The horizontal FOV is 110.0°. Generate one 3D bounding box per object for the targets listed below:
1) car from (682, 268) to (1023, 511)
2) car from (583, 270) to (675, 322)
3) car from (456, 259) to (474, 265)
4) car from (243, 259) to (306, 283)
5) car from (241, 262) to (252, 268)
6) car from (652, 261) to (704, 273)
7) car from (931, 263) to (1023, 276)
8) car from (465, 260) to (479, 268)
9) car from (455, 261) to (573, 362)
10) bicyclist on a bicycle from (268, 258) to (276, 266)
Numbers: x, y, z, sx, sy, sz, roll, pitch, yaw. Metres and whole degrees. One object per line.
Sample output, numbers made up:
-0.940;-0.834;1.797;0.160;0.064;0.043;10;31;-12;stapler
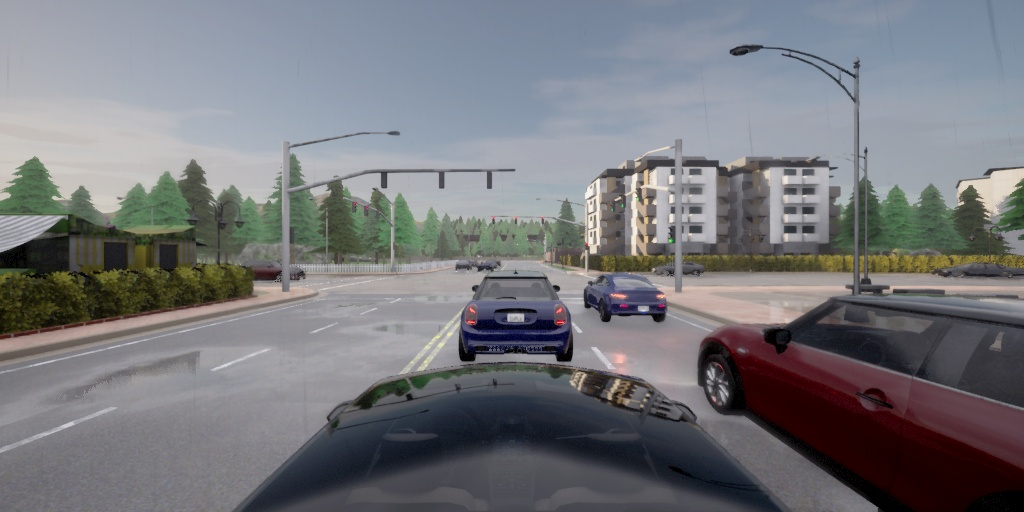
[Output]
3.605;1.102;3.124;2.097;1.767;4.553;0;0;0;car
3.645;1.276;12.113;1.812;1.442;4.674;0;0;1;car
-6.802;1.228;50.920;1.882;1.535;5.008;0;0;0;car
-18.349;1.102;27.358;4.553;1.767;2.097;0;0;-2;car
-20.853;1.297;23.782;5.357;1.411;2.033;0;0;-1;car
16.225;1.241;35.064;4.902;1.511;2.128;0;0;-2;car
41.925;1.297;32.348;5.357;1.411;2.033;0;0;20;car
-6.745;1.314;60.837;1.994;1.385;4.181;0;0;0;car
0.092;1.102;8.403;2.097;1.767;4.553;0;0;1;car
-25.594;1.052;38.175;0.582;1.620;1.656;0;0;-1;bicyclist on a bicycle
